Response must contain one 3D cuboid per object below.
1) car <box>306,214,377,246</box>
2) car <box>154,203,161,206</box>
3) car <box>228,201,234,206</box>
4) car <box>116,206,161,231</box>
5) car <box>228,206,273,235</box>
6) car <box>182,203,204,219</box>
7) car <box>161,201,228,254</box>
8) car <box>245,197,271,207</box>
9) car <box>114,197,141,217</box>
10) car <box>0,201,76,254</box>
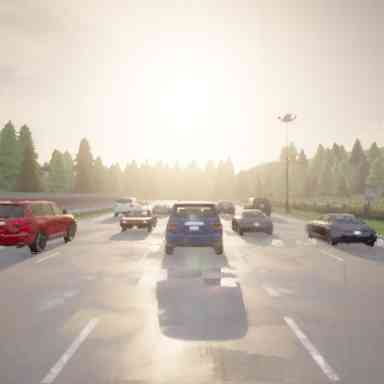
[{"bbox_3d":[7.085,1.736,16.241,1.994,1.385,4.181,0,-1,0],"label":"car"},{"bbox_3d":[-3.417,1.954,36.958,1.994,1.385,4.181,0,-1,0],"label":"car"},{"bbox_3d":[3.582,1.741,36.882,2.097,1.767,4.553,0,-1,0],"label":"car"},{"bbox_3d":[-3.410,1.835,22.166,1.895,1.301,4.718,0,-1,0],"label":"car"},{"bbox_3d":[3.589,1.780,20.378,1.994,1.385,4.181,0,-1,0],"label":"car"},{"bbox_3d":[0.085,1.907,34.068,2.033,1.411,5.357,0,-1,0],"label":"car"},{"bbox_3d":[0.086,1.376,14.338,2.150,2.045,5.566,0,0,0],"label":"car"},{"bbox_3d":[7.081,1.602,36.067,2.150,2.045,5.566,0,-1,0],"label":"car"},{"bbox_3d":[-6.916,1.603,36.165,2.150,2.045,5.566,0,-1,0],"label":"car"},{"bbox_3d":[-6.914,1.376,14.432,2.150,2.045,5.566,0,0,0],"label":"car"}]
